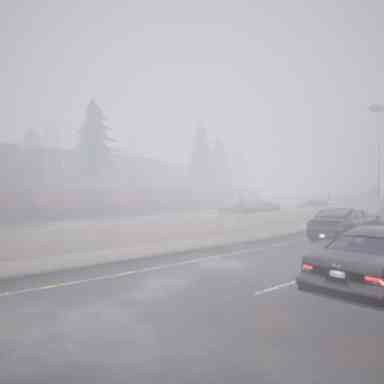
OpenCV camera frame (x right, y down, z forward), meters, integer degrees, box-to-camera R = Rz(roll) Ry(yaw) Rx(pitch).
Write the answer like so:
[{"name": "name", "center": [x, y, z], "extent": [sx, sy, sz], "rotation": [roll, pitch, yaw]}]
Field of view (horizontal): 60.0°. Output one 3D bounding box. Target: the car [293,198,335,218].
[{"name": "car", "center": [10.978, 1.346, 29.705], "extent": [2.033, 1.411, 5.357], "rotation": [0, 0, 38]}]

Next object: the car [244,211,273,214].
[{"name": "car", "center": [6.154, 1.410, 29.398], "extent": [1.994, 1.385, 4.181], "rotation": [0, 0, 40]}]

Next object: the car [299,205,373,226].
[{"name": "car", "center": [6.748, 1.395, 14.378], "extent": [4.892, 1.490, 1.837], "rotation": [-1, 0, -43]}]

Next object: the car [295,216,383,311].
[{"name": "car", "center": [4.481, 1.482, 7.541], "extent": [5.357, 1.411, 2.033], "rotation": [-1, 0, -41]}]
